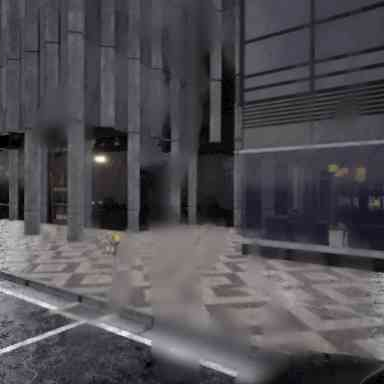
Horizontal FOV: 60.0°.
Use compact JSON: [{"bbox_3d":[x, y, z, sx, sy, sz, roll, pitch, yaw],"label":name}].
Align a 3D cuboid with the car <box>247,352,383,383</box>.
[{"bbox_3d":[2.098,1.569,1.463,4.313,1.339,1.947,0,0,36],"label":"car"}]
